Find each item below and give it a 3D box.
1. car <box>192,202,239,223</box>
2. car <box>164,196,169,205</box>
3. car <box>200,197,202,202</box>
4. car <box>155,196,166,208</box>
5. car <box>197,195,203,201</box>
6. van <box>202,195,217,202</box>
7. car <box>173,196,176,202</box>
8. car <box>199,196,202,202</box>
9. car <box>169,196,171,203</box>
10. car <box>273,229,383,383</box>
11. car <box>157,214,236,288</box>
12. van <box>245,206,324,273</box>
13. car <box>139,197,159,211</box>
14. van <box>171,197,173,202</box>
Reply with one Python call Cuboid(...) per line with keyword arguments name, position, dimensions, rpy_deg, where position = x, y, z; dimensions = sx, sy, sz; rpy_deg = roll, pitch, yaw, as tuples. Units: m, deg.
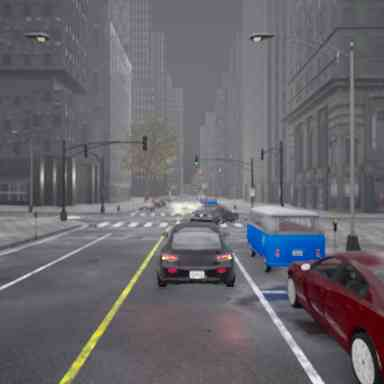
Cuboid(name="car", position=(1.773, 1.675, 24.372), dimensions=(2.033, 1.411, 5.357), rpy_deg=(0, -1, 27))
Cuboid(name="car", position=(-5.783, 1.579, 59.048), dimensions=(2.192, 1.841, 5.009), rpy_deg=(0, 0, 0))
Cuboid(name="car", position=(2.743, 1.805, 53.992), dimensions=(1.947, 1.339, 4.313), rpy_deg=(0, 0, 0))
Cuboid(name="car", position=(-5.781, 1.783, 53.758), dimensions=(1.887, 1.381, 4.507), rpy_deg=(0, 0, 0))
Cuboid(name="car", position=(2.737, 1.872, 70.232), dimensions=(2.008, 1.369, 4.403), rpy_deg=(0, 0, 0))
Cuboid(name="van", position=(2.746, 1.554, 48.581), dimensions=(1.690, 1.788, 3.998), rpy_deg=(0, 0, 0))
Cuboid(name="car", position=(-5.795, 1.968, 85.491), dimensions=(1.947, 1.339, 4.313), rpy_deg=(0, 0, 0))
Cuboid(name="car", position=(2.741, 1.811, 59.406), dimensions=(1.887, 1.381, 4.507), rpy_deg=(0, 0, 0))
Cuboid(name="car", position=(-5.786, 1.842, 64.336), dimensions=(2.008, 1.369, 4.403), rpy_deg=(0, 0, 0))
Cuboid(name="car", position=(2.777, 1.565, 5.070), dimensions=(1.887, 1.381, 4.507), rpy_deg=(0, 0, 0))
Cuboid(name="car", position=(0.103, 1.563, 9.231), dimensions=(1.812, 1.442, 4.674), rpy_deg=(0, 0, 0))
Cuboid(name="van", position=(2.776, 1.384, 10.596), dimensions=(1.690, 1.788, 3.998), rpy_deg=(0, 0, 0))
Cuboid(name="car", position=(-5.783, 1.712, 43.008), dimensions=(1.752, 1.417, 4.829), rpy_deg=(0, 0, 0))
Cuboid(name="van", position=(-5.790, 1.687, 74.915), dimensions=(1.690, 1.788, 3.998), rpy_deg=(0, 0, 0))
